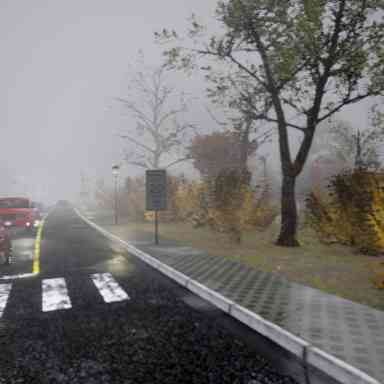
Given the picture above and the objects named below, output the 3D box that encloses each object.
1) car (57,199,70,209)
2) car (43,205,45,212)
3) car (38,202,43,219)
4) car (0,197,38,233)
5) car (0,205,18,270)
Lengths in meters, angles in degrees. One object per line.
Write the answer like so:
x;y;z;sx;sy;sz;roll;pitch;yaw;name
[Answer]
-21.280;1.929;54.990;1.882;1.535;5.008;-1;0;-19;car
-19.247;1.889;40.963;2.033;1.411;5.357;-1;0;-20;car
-15.222;1.584;30.687;2.097;1.767;4.553;-1;0;-22;car
-10.867;1.357;20.298;2.150;2.045;5.566;-1;-1;-23;car
-6.027;1.407;8.435;2.097;1.767;4.553;0;0;-20;car
